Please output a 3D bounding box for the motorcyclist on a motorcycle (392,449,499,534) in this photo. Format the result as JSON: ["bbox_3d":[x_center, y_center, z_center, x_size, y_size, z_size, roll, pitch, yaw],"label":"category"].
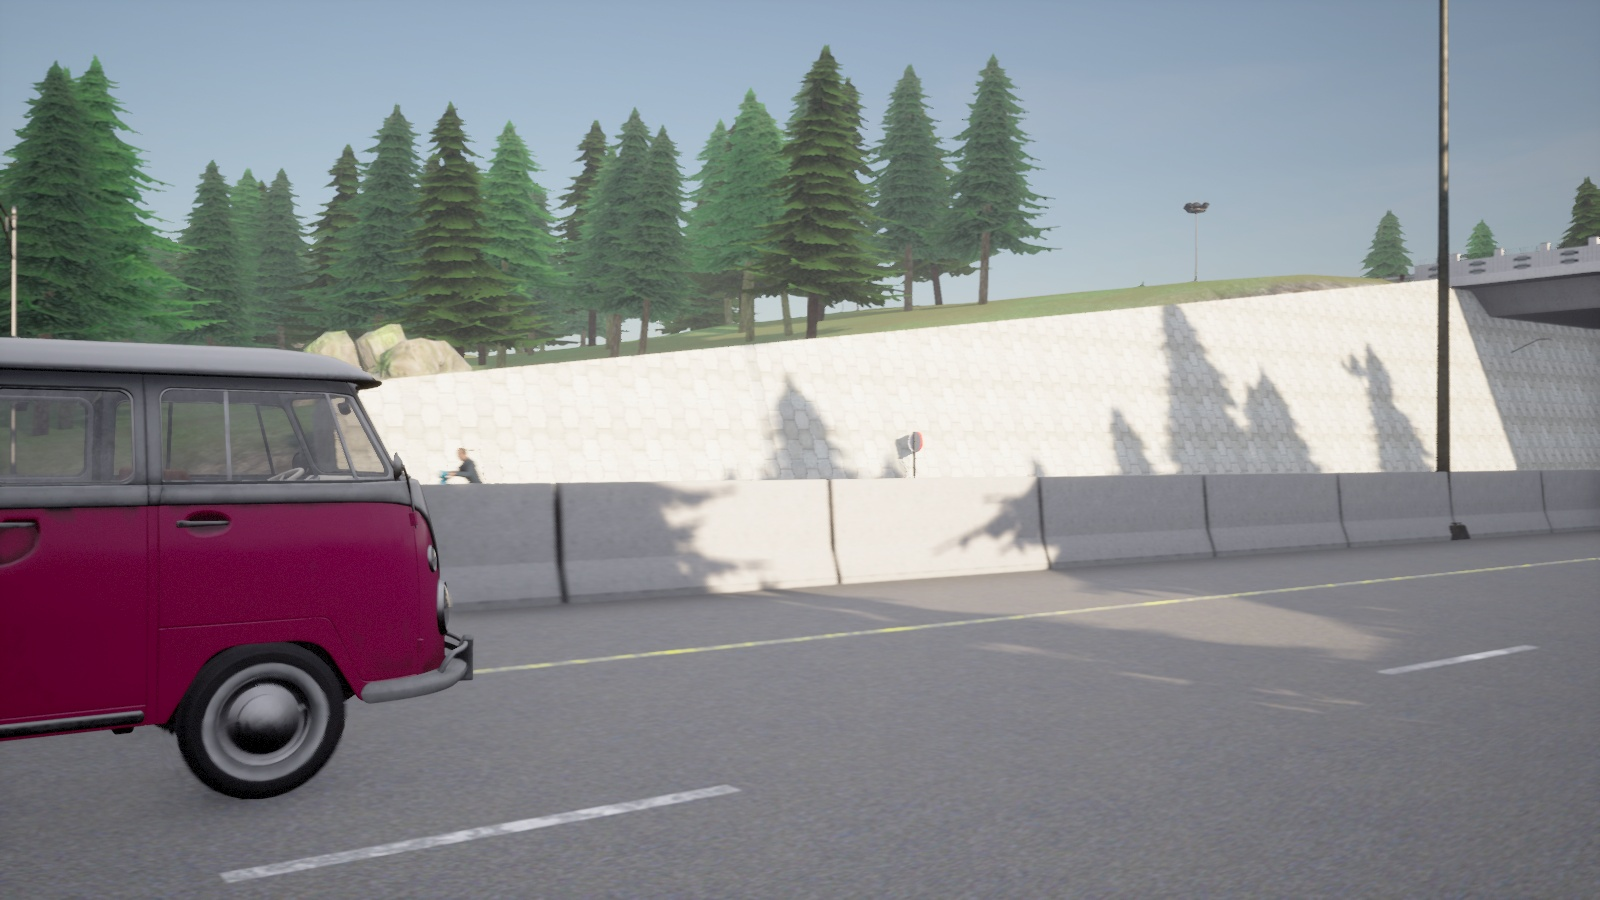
[{"bbox_3d":[-6.895,0.773,24.446,1.817,1.590,0.866,0,0,-35],"label":"motorcyclist on a motorcycle"}]

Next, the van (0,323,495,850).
[{"bbox_3d":[-3.754,0.519,5.311,4.442,1.987,1.775,0,0,-35],"label":"van"}]
